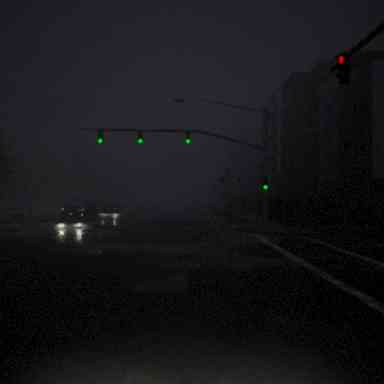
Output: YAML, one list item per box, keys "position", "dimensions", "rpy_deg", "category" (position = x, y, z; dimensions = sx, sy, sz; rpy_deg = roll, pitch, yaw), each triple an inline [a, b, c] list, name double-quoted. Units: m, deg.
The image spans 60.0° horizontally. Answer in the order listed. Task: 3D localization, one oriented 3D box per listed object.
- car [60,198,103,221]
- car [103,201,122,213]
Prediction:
- position: [-10.590, 1.595, 31.824]
  dimensions: [2.150, 2.045, 5.566]
  rpy_deg: [0, -1, 0]
  category: "car"
- position: [-10.563, 2.021, 44.331]
  dimensions: [1.837, 1.490, 4.892]
  rpy_deg: [0, 0, 0]
  category: "car"
